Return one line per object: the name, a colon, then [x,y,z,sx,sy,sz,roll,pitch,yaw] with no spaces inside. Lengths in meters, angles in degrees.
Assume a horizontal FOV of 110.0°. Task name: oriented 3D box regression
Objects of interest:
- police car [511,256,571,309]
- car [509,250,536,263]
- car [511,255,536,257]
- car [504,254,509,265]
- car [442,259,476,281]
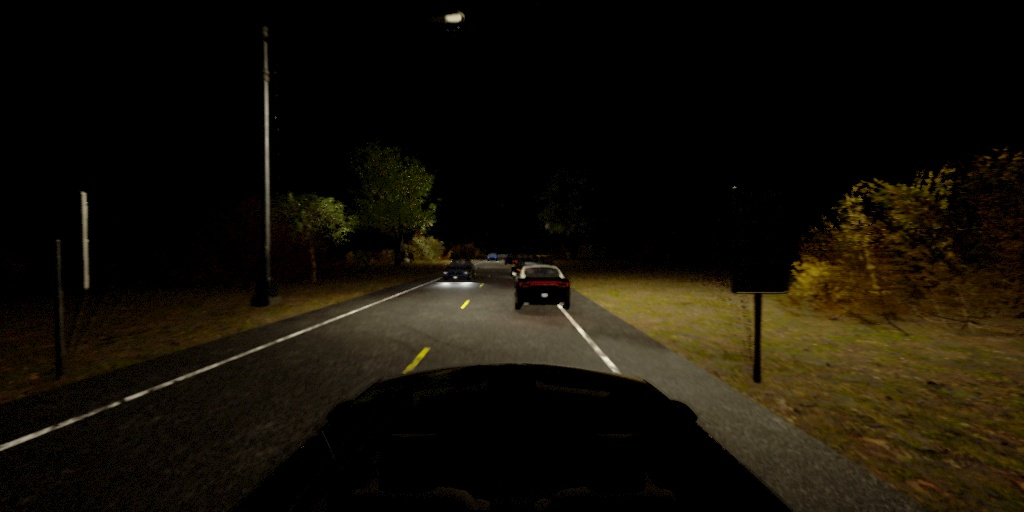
police car: [1.031,0.995,13.974,1.930,1.638,5.238,0,1,0]
car: [1.000,0.557,29.889,2.150,2.045,5.566,0,1,0]
car: [1.013,0.929,23.864,1.837,1.490,4.892,0,1,0]
car: [-0.061,0.525,51.170,1.812,1.442,4.674,0,1,1]
car: [-3.631,0.950,25.621,2.033,1.411,5.357,0,1,0]
